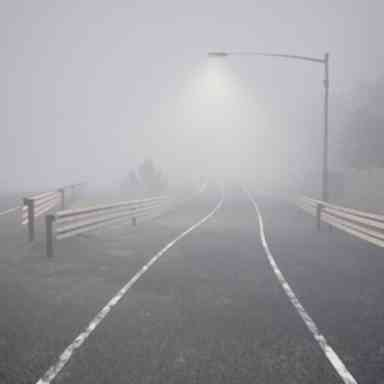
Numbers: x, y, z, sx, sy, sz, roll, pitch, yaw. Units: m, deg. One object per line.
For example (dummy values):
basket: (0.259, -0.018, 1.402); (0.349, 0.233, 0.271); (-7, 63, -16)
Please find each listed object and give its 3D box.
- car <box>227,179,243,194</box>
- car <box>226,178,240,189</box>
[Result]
car: (6.359, -0.577, 48.384); (2.128, 1.511, 4.902); (0, 5, 5)
car: (7.167, -1.511, 58.390); (2.128, 1.511, 4.902); (0, 6, 3)
